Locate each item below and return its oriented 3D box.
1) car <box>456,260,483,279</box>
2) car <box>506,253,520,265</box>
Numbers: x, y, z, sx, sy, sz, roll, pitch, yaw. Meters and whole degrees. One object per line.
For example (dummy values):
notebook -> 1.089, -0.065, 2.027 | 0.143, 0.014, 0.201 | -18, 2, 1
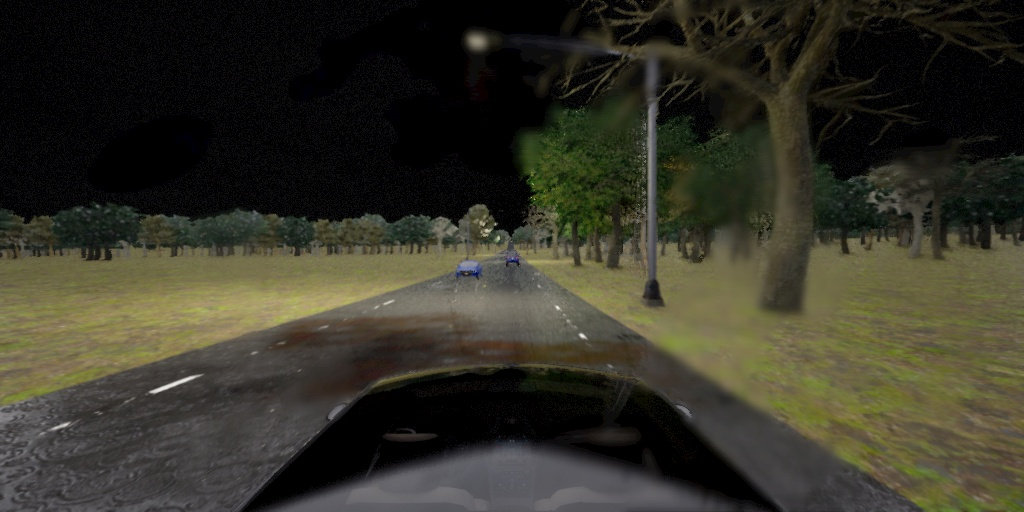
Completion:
car -> -3.577, 1.111, 30.623 | 1.882, 1.535, 5.008 | 0, 0, 0
car -> 0.098, 0.453, 61.062 | 2.150, 2.045, 5.566 | 0, 1, 0
